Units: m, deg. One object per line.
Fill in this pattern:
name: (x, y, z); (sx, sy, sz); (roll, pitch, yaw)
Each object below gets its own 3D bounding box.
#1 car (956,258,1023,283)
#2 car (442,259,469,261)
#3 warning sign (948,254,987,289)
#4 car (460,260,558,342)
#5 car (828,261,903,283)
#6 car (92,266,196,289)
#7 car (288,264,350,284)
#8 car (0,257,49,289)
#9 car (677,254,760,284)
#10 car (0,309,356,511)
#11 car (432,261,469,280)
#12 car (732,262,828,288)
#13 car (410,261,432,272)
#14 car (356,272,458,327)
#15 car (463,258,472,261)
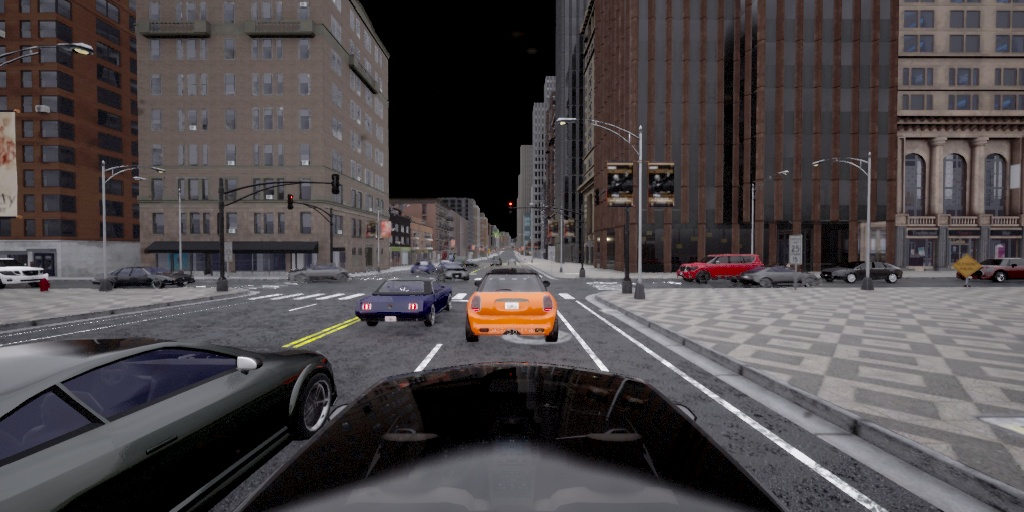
car: (35.001, 0.926, 25.667); (4.553, 1.767, 2.097); (0, 1, 0)
car: (-6.622, 1.333, 42.085); (1.994, 1.385, 4.181); (0, 0, 0)
warning sign: (25.168, 0.827, 19.830); (1.060, 1.860, 1.300); (0, 0, 0)
car: (0.006, 1.101, 9.911); (2.097, 1.767, 4.553); (0, 0, 0)
car: (24.882, 1.119, 25.632); (4.892, 1.490, 1.837); (0, 1, 0)
car: (-24.119, 1.397, 23.563); (5.357, 1.411, 2.033); (0, 1, 0)
car: (-14.760, 1.313, 27.546); (4.181, 1.385, 1.994); (0, 0, -32)
car: (-34.311, 1.105, 23.614); (5.566, 2.045, 2.150); (0, 1, 0)
car: (14.827, 0.876, 25.589); (5.566, 2.045, 2.150); (0, 1, 0)
car: (-3.158, 1.314, 2.742); (1.994, 1.385, 4.181); (0, 0, 1)
car: (-4.798, 1.322, 28.394); (1.994, 1.385, 4.181); (0, 0, -21)
car: (16.626, 1.265, 22.432); (4.181, 1.385, 1.994); (0, 1, 0)
car: (-9.869, 1.293, 39.877); (1.812, 1.442, 4.674); (0, 0, 0)
car: (-3.154, 1.350, 11.561); (1.895, 1.301, 4.718); (0, 0, 0)
car: (-6.620, 1.380, 58.581); (1.895, 1.301, 4.718); (0, 0, 0)
